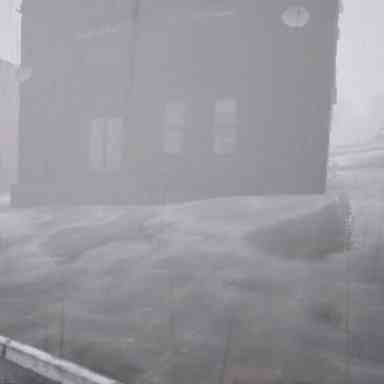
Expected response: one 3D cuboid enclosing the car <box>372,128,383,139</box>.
[{"bbox_3d":[19.211,-5.251,30.749,2.185,1.767,4.553,1,2,-25],"label":"car"}]
